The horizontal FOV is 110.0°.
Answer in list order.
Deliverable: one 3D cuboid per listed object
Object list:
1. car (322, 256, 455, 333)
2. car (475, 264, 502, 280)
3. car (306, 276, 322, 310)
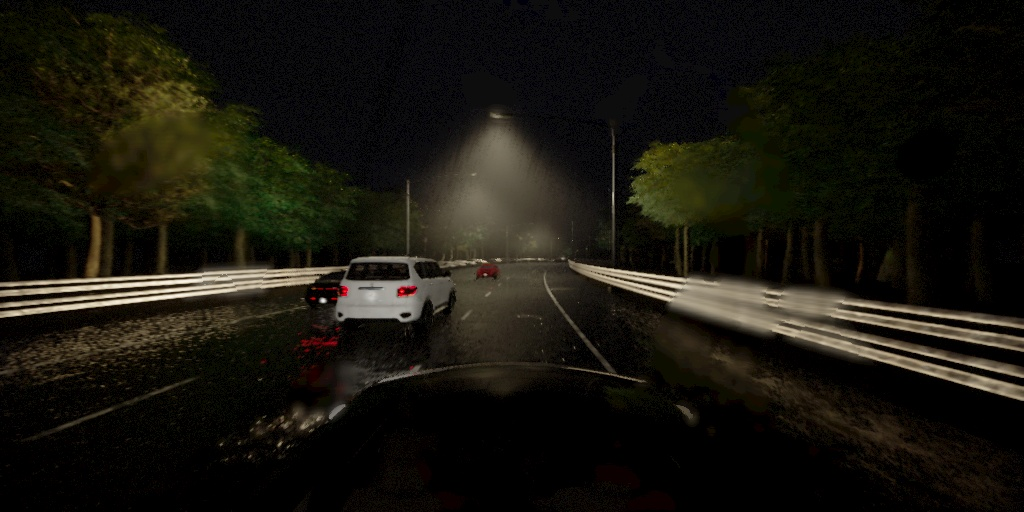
[{"bbox_3d":[-3.262,1.044,11.203,2.150,2.045,5.566,0,-1,2],"label":"car"},{"bbox_3d":[-2.124,1.445,33.272,1.812,1.442,4.674,0,0,4],"label":"car"},{"bbox_3d":[-6.642,1.351,15.172,1.837,1.490,4.892,0,0,2],"label":"car"}]
